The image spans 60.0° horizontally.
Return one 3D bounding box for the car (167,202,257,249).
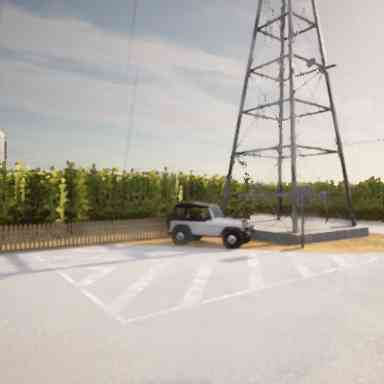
[{"bbox_3d":[0.783,1.403,14.742,3.866,1.878,1.905,0,0,23],"label":"car"}]
